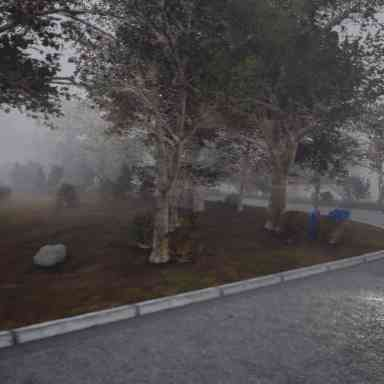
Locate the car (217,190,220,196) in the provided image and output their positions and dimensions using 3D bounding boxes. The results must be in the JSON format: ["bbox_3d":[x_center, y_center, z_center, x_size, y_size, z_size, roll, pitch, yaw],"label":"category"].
[{"bbox_3d":[1.711,-0.167,44.586,1.882,1.535,5.008,2,2,-34],"label":"car"}]
